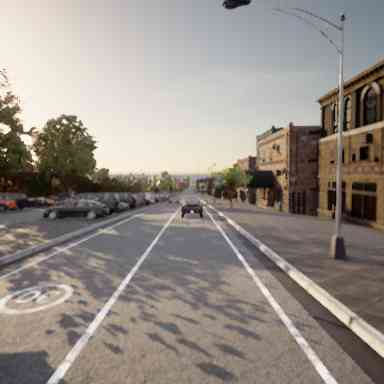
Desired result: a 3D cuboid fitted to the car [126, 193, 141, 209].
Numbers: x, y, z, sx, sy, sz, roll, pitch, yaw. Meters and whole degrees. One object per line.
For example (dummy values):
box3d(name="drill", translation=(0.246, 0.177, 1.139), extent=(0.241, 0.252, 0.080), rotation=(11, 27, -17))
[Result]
box3d(name="car", translation=(-8.871, 1.100, 36.725), extent=(5.566, 2.045, 2.435), rotation=(0, 0, 0))

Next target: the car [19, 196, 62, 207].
box3d(name="car", translation=(-21.745, 1.396, 47.821), extent=(5.366, 1.575, 1.946), rotation=(0, 0, 0))

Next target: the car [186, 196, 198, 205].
box3d(name="car", translation=(0.004, 1.535, 59.896), extent=(2.033, 1.411, 5.357), rotation=(0, 0, 0))

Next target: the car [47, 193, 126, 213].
box3d(name="car", translation=(-8.874, 1.086, 28.315), extent=(5.566, 2.045, 2.435), rotation=(0, 0, 0))

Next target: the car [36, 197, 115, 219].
box3d(name="car", translation=(-8.841, 1.341, 25.514), extent=(4.892, 1.521, 2.231), rotation=(0, 0, 0))

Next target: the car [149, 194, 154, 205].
box3d(name="car", translation=(-8.849, 1.411, 50.740), extent=(5.008, 1.535, 2.097), rotation=(0, 0, 0))

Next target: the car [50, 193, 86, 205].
box3d(name="car", translation=(-21.917, 1.200, 58.961), extent=(5.566, 2.045, 2.435), rotation=(0, 0, 0))

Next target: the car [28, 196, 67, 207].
box3d(name="car", translation=(-21.928, 1.412, 50.607), extent=(5.008, 1.535, 2.097), rotation=(0, 0, 0))

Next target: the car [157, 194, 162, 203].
box3d(name="car", translation=(-8.867, 1.486, 64.756), extent=(5.008, 1.535, 2.097), rotation=(0, 0, 0))

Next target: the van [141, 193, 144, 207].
box3d(name="van", translation=(-8.729, 1.147, 42.330), extent=(4.442, 1.987, 1.878), rotation=(0, 0, 0))

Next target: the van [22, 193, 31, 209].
box3d(name="van", translation=(-22.040, 1.135, 39.464), extent=(4.442, 1.987, 1.878), rotation=(0, 0, 0))

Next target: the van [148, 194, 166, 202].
box3d(name="van", translation=(-8.782, 1.411, 84.377), extent=(4.442, 1.987, 1.878), rotation=(0, 0, 0))

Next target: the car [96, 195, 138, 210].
box3d(name="car", translation=(-8.812, 1.235, 39.526), extent=(4.553, 1.767, 2.185), rotation=(0, 0, 0))

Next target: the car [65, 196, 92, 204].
box3d(name="car", translation=(-21.949, 1.525, 64.407), extent=(4.674, 1.452, 2.002), rotation=(0, 0, 0))

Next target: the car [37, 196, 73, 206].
box3d(name="car", translation=(-21.908, 1.454, 53.392), extent=(4.792, 1.488, 2.163), rotation=(0, 0, 0))

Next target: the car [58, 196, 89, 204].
box3d(name="car", translation=(-21.943, 1.468, 61.746), extent=(5.008, 1.535, 2.097), rotation=(0, 0, 0))

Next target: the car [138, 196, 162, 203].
box3d(name="car", translation=(-8.909, 1.558, 70.359), extent=(4.792, 1.488, 2.163), rotation=(0, 0, 0))

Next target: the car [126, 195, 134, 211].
box3d(name="car", translation=(-8.849, 1.343, 33.919), extent=(4.892, 1.521, 2.231), rotation=(0, 0, 0))

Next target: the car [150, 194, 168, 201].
box3d(name="car", translation=(-8.875, 1.555, 89.982), extent=(4.553, 1.767, 2.185), rotation=(0, 0, 0))

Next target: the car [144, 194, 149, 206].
box3d(name="car", translation=(-8.842, 1.387, 45.134), extent=(4.892, 1.521, 2.231), rotation=(0, 0, 0))

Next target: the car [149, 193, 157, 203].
box3d(name="car", translation=(-8.886, 1.173, 53.545), extent=(5.566, 2.045, 2.435), rotation=(0, 0, 0))

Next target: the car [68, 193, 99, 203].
box3d(name="car", translation=(-21.927, 1.255, 67.317), extent=(5.566, 2.045, 2.435), rotation=(0, 0, 0))

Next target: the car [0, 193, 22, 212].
box3d(name="car", translation=(-21.892, 1.226, 36.683), extent=(4.553, 1.767, 2.185), rotation=(0, 0, 0))

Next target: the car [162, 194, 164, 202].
box3d(name="car", translation=(-9.062, 1.503, 67.556), extent=(5.366, 1.575, 1.946), rotation=(0, 0, 0))

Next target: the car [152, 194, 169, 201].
box3d(name="car", translation=(-8.879, 1.577, 92.786), extent=(4.553, 1.767, 2.185), rotation=(0, 0, 0))

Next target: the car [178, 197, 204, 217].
box3d(name="car", translation=(0.035, 1.368, 29.492), extent=(1.837, 1.490, 4.892), rotation=(0, 0, 1))

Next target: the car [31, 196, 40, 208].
box3d(name="car", translation=(-21.925, 1.426, 45.035), extent=(4.674, 1.452, 2.002), rotation=(0, 0, 0))

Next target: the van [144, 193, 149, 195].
box3d(name="van", translation=(-8.967, 1.173, 47.937), extent=(4.442, 1.987, 1.878), rotation=(0, 0, 0))

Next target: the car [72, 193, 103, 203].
box3d(name="car", translation=(-21.931, 1.275, 69.978), extent=(5.566, 2.045, 2.435), rotation=(0, 0, 0))

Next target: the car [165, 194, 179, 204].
box3d(name="car", translation=(-3.280, 1.494, 61.932), extent=(2.128, 1.511, 4.902), rotation=(0, 0, 1))

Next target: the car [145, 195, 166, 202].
box3d(name="car", translation=(-8.890, 1.615, 81.572), extent=(5.008, 1.535, 2.097), rotation=(0, 0, 0))

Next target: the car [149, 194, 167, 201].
box3d(name="car", translation=(-8.934, 1.533, 87.179), extent=(4.553, 1.767, 2.185), rotation=(0, 0, 0))

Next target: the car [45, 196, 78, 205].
box3d(name="car", translation=(-21.970, 1.467, 56.177), extent=(4.792, 1.488, 2.163), rotation=(0, 0, 0))
